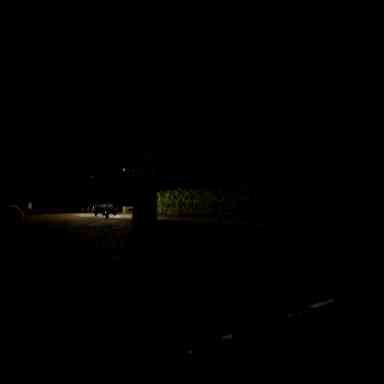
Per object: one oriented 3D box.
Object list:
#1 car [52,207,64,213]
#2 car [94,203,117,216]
[{"bbox_3d":[-35.219,4.614,87.323,2.097,1.767,4.553,1,-3,-36],"label":"car"},{"bbox_3d":[-14.026,2.820,53.604,2.150,2.045,5.566,1,-3,-36],"label":"car"}]
